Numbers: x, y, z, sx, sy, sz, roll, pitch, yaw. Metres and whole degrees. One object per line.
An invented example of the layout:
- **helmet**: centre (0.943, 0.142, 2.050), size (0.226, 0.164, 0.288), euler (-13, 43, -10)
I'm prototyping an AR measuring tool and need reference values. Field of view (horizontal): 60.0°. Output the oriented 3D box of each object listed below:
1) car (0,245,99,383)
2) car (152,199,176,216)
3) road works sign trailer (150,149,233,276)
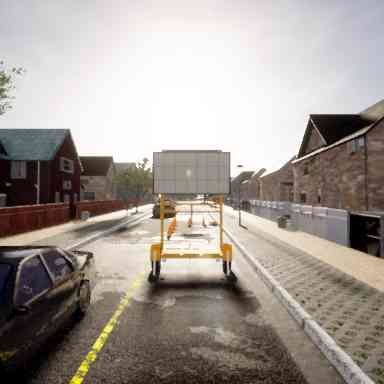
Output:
- **car**: centre (-2.853, 1.554, 4.775), size (2.033, 1.411, 5.357), euler (0, 0, 0)
- **car**: centre (-2.771, 1.477, 33.589), size (2.097, 1.767, 4.553), euler (0, 0, 0)
- **road works sign trailer**: centre (-0.010, 0.483, 10.386), size (2.380, 3.560, 2.880), euler (0, 0, 1)
